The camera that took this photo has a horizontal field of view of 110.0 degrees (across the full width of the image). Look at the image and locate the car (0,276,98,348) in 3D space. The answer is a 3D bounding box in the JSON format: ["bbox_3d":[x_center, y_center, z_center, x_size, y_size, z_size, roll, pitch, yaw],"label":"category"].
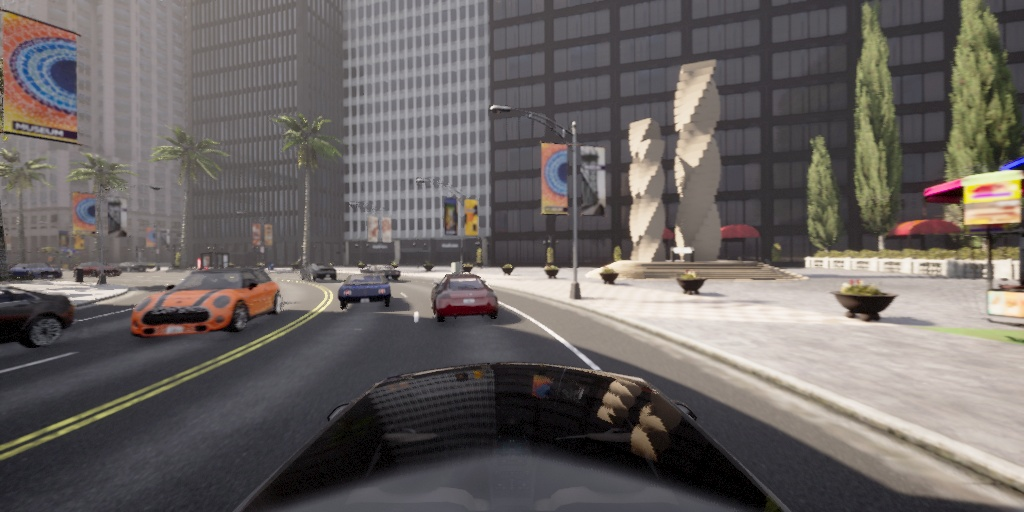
[{"bbox_3d":[-11.236,1.329,6.627,2.128,1.511,4.902,0,0,-11],"label":"car"}]

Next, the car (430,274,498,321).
[{"bbox_3d":[-1.802,1.321,12.701,1.994,1.385,4.181,0,0,-15],"label":"car"}]

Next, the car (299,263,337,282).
[{"bbox_3d":[-16.651,1.371,30.724,4.892,1.490,1.837,0,-1,44],"label":"car"}]

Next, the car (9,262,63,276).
[{"bbox_3d":[-49.421,1.478,37.281,4.553,1.767,2.097,0,0,15],"label":"car"}]

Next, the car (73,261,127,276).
[{"bbox_3d":[-46.277,1.451,40.077,4.553,1.767,2.097,0,0,15],"label":"car"}]

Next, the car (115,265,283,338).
[{"bbox_3d":[-8.636,1.166,10.650,2.097,1.767,4.553,-1,0,-17],"label":"car"}]

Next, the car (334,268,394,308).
[{"bbox_3d":[-6.299,1.393,15.572,1.895,1.301,4.718,0,0,-20],"label":"car"}]

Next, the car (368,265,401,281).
[{"bbox_3d":[-11.156,1.422,30.125,1.895,1.301,4.718,0,0,-41],"label":"car"}]
